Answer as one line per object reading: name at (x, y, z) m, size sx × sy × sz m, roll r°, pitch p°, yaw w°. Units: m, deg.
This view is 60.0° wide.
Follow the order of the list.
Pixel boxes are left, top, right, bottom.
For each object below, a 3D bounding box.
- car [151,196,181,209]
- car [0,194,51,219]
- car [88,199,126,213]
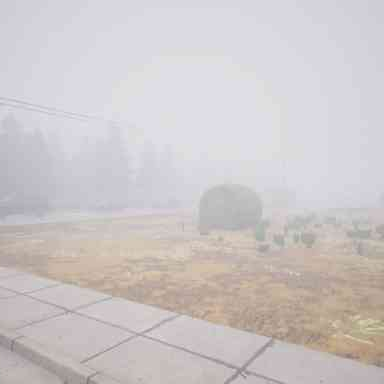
car at (-3.586, 1.379, 45.829) m, size 2.097 × 1.767 × 4.553 m, roll 0°, pitch 0°, yaw 37°
car at (-15.500, 1.248, 29.703) m, size 2.150 × 2.045 × 5.566 m, roll 0°, pitch 0°, yaw 36°
car at (-9.552, 1.552, 37.751) m, size 1.812 × 1.442 × 4.674 m, roll 0°, pitch 0°, yaw 37°
